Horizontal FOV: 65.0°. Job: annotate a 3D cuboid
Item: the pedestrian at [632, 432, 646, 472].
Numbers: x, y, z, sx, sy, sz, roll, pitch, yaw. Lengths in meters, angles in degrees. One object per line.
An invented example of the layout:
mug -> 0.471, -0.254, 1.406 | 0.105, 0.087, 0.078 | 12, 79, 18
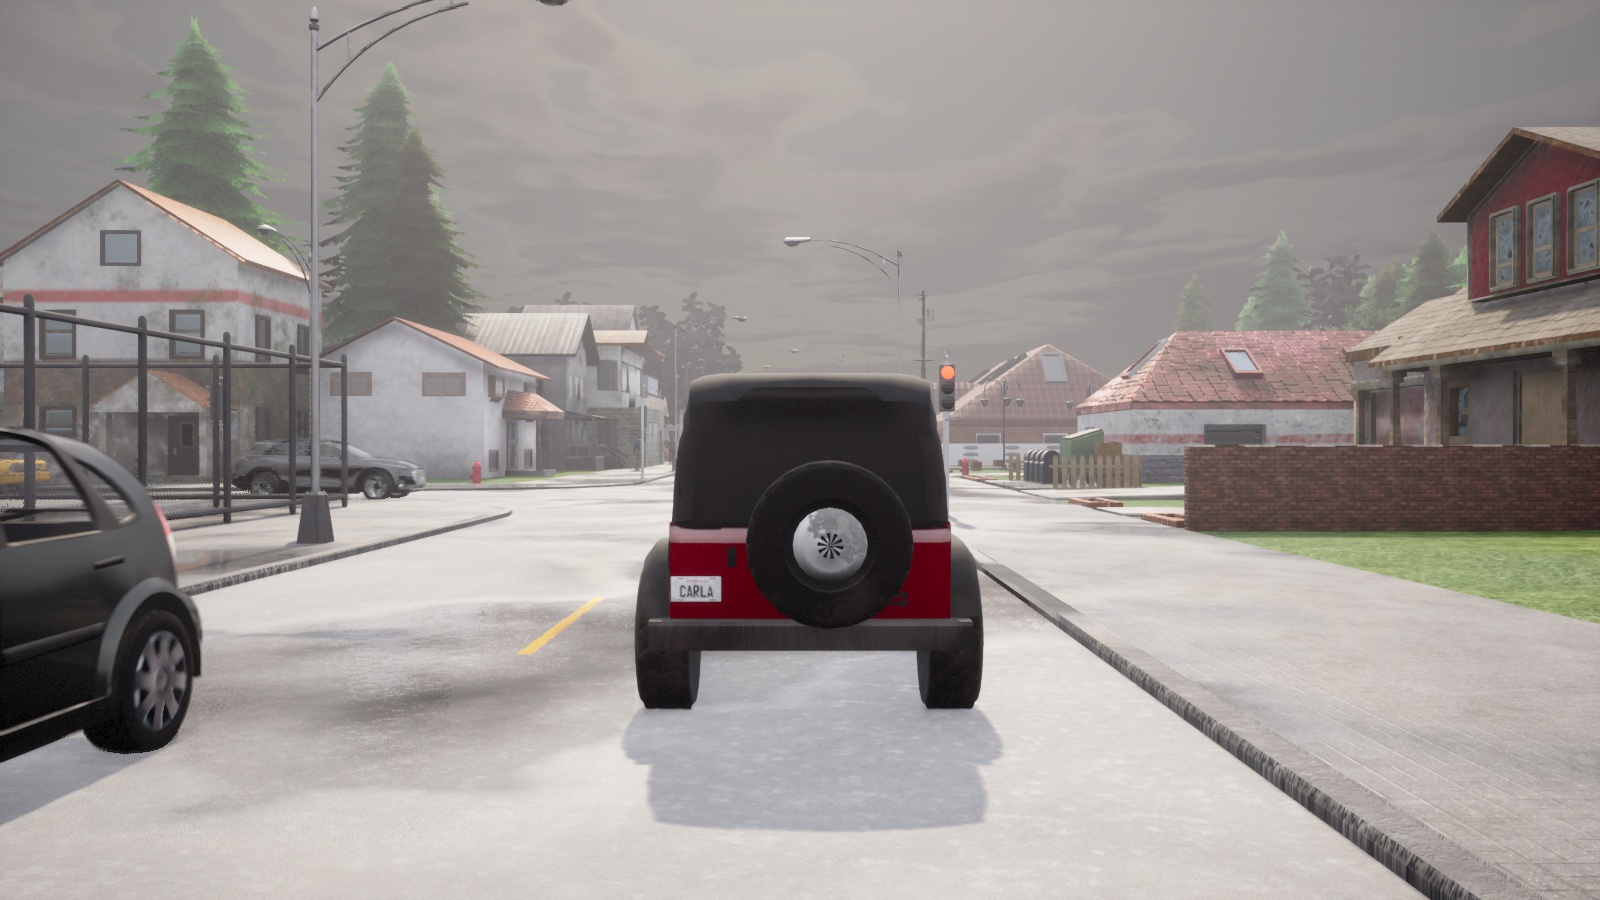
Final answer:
pedestrian -> -8.006, 0.097, 62.405 | 0.423, 1.949, 0.788 | 0, 0, 12

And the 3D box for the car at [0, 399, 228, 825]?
car -> -3.962, 0.615, 4.655 | 1.851, 1.617, 3.988 | 0, 0, 0

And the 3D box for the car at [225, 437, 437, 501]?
car -> -12.364, 0.478, 33.309 | 4.856, 1.649, 2.033 | 0, 0, 0

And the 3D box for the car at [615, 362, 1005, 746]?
car -> 0.055, 0.497, 8.079 | 1.905, 1.878, 3.866 | 0, 0, 0
